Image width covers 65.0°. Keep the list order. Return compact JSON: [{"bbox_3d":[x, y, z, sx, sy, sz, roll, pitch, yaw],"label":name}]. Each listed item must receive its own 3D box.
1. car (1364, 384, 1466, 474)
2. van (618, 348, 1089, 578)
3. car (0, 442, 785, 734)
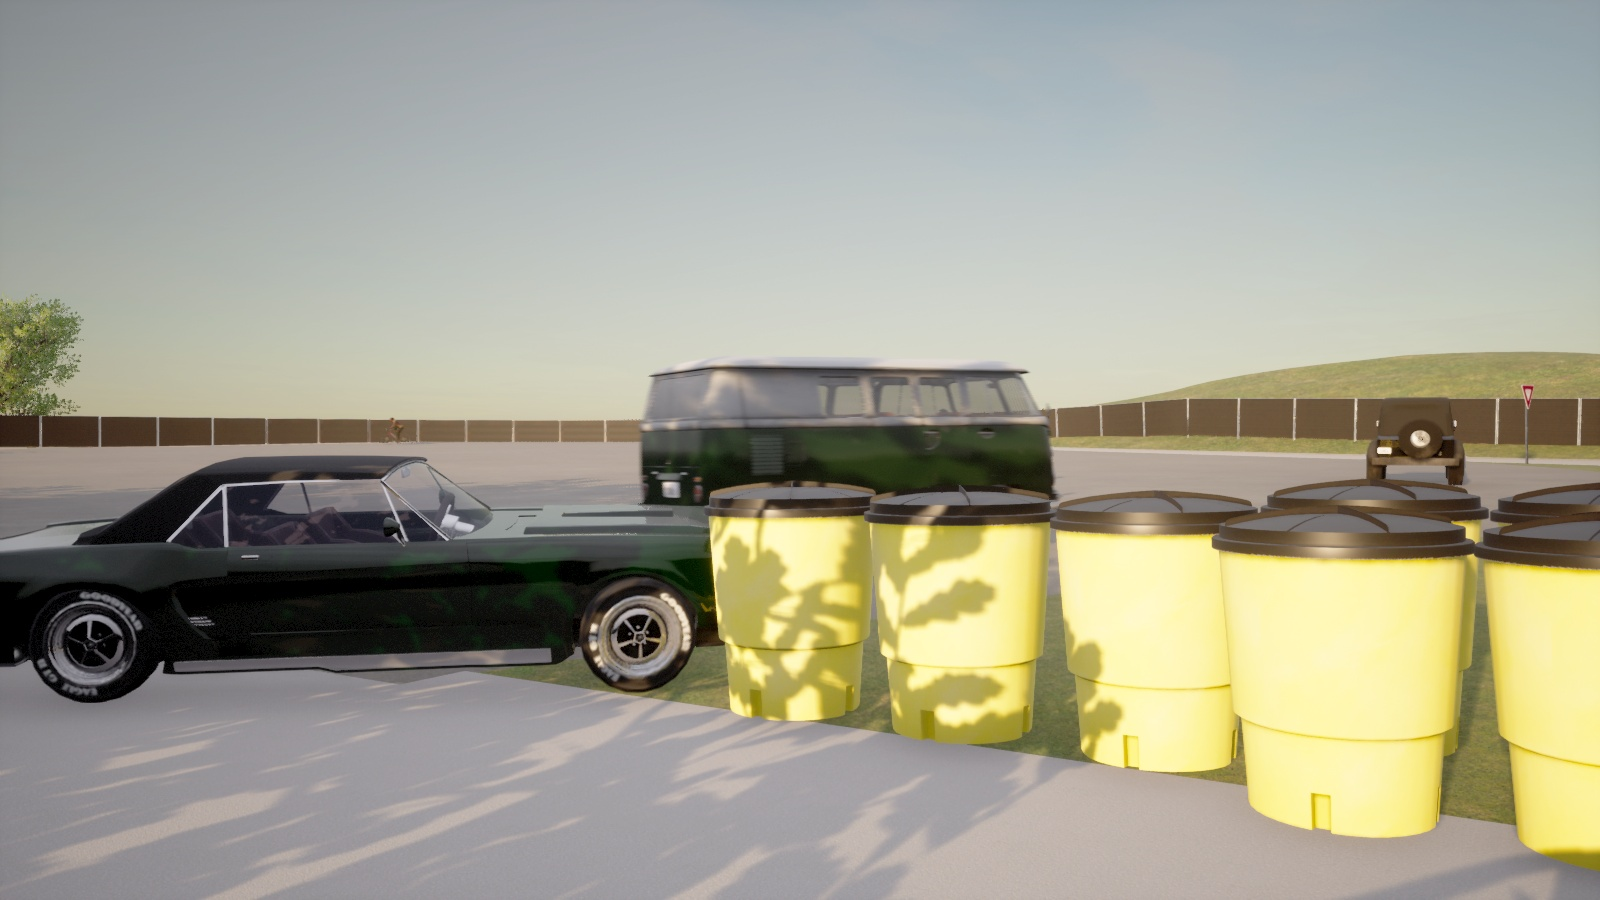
[{"bbox_3d":[13.798,-0.482,28.208,1.905,1.878,3.866,-1,1,26],"label":"car"},{"bbox_3d":[0.609,0.048,12.716,4.442,1.987,1.775,-2,0,-31],"label":"van"},{"bbox_3d":[-2.557,0.732,7.745,4.718,1.301,1.895,-2,3,-7],"label":"car"}]
